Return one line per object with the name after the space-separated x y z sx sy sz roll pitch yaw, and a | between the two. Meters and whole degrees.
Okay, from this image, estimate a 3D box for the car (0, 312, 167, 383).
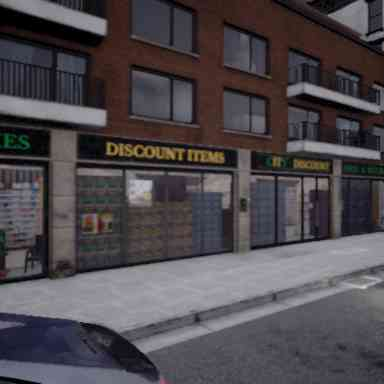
-2.137 1.563 1.854 4.181 1.385 1.994 0 0 -35 | car
